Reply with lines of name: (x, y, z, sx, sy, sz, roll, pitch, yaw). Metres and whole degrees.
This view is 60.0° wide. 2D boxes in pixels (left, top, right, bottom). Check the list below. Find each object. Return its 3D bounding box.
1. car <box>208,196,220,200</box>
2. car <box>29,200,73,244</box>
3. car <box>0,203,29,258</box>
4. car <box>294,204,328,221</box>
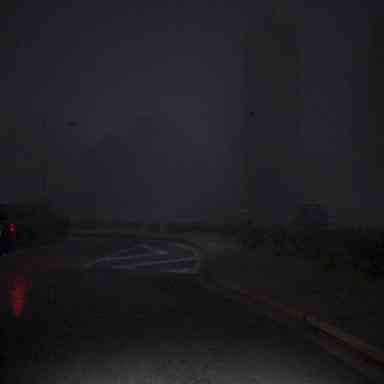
car: (6.062, 1.966, 90.845, 3.866, 1.878, 1.905, 2, -7, -29)
car: (-7.746, 1.460, 15.873, 1.932, 1.855, 4.605, 0, -1, 14)
car: (-8.540, 1.328, 10.813, 5.566, 2.045, 2.150, 0, 0, 14)
car: (9.004, 1.718, 25.442, 2.242, 1.667, 4.611, 0, -1, 14)
